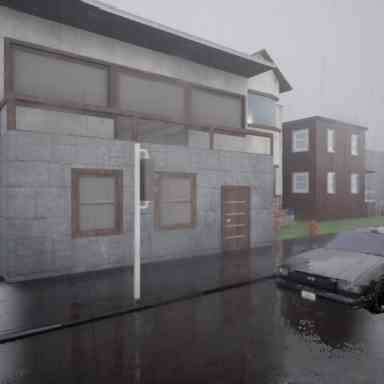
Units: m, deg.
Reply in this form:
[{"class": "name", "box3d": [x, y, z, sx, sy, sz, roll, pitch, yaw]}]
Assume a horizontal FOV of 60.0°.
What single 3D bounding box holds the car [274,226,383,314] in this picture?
[{"class": "car", "box3d": [4.318, 1.548, 7.813, 5.357, 1.411, 2.033, 0, 0, -37]}]
